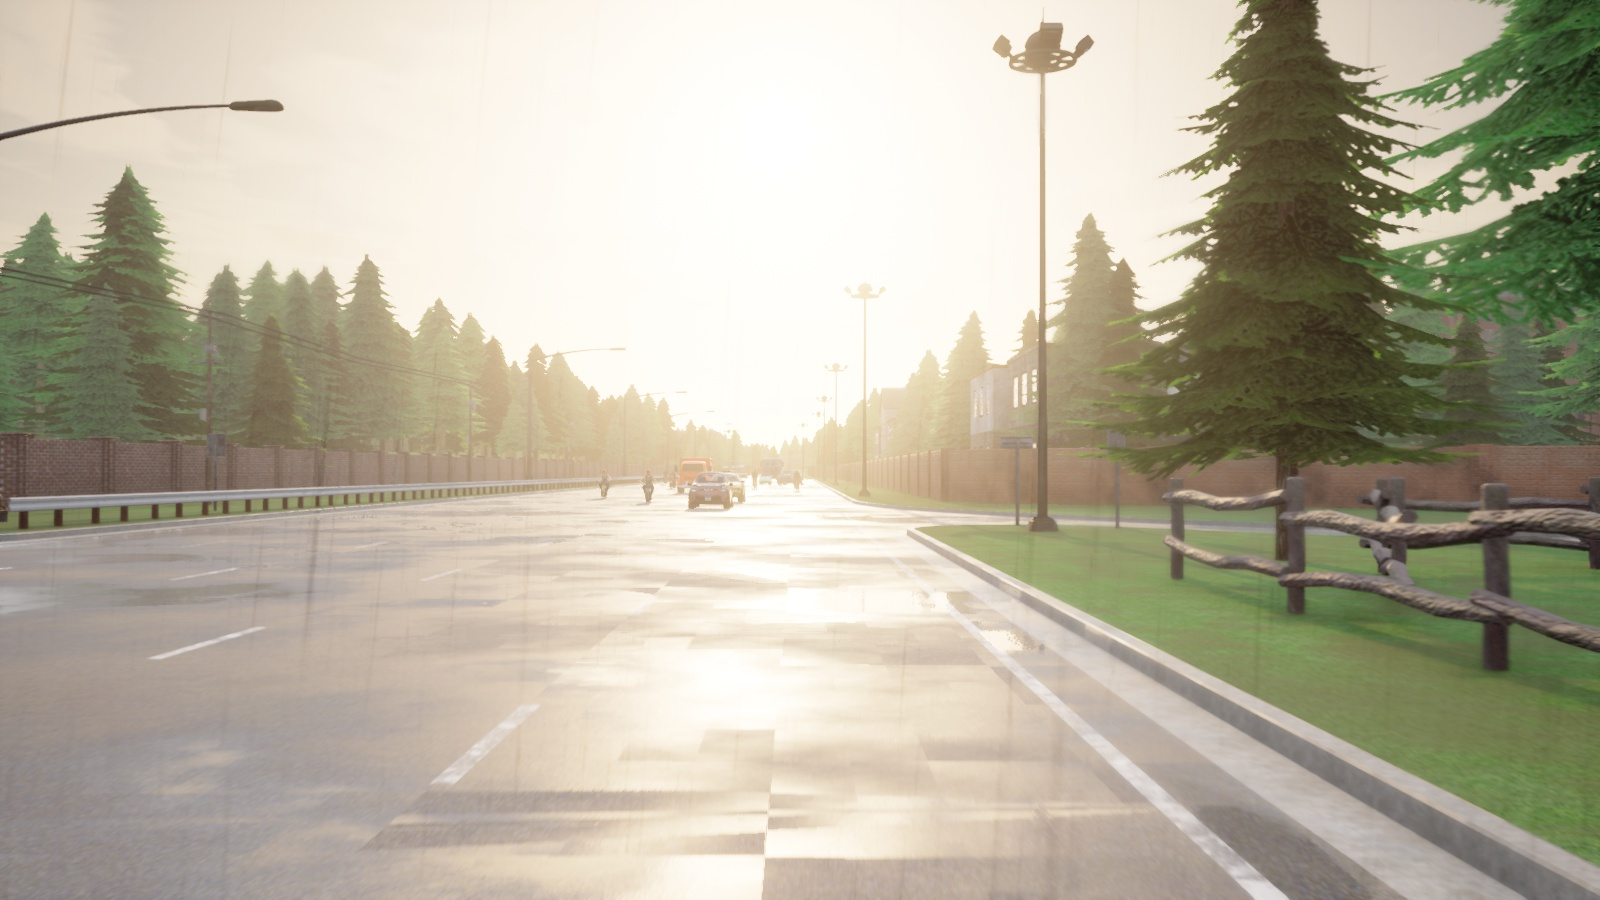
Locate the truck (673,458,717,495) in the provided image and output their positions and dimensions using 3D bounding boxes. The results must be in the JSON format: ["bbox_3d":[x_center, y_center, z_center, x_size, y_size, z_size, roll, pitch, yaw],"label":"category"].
[{"bbox_3d":[-7.214,1.790,86.854,2.627,2.467,5.204,0,-1,0],"label":"truck"}]

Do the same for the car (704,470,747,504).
[{"bbox_3d":[-3.653,1.797,62.341,1.801,1.575,5.366,0,-1,0],"label":"car"}]

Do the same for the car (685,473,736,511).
[{"bbox_3d":[-3.626,1.692,51.481,1.845,1.501,3.633,0,-1,0],"label":"car"}]
